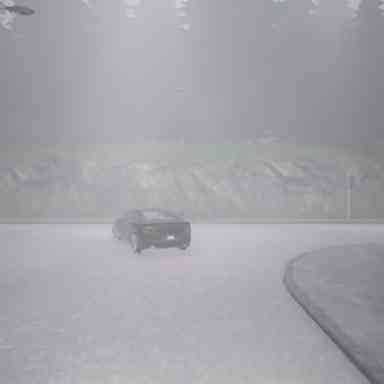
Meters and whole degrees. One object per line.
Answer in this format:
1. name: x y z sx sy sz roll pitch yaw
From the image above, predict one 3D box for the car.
1. car: -1.755 1.329 13.215 1.882 1.535 5.008 1 0 -25
